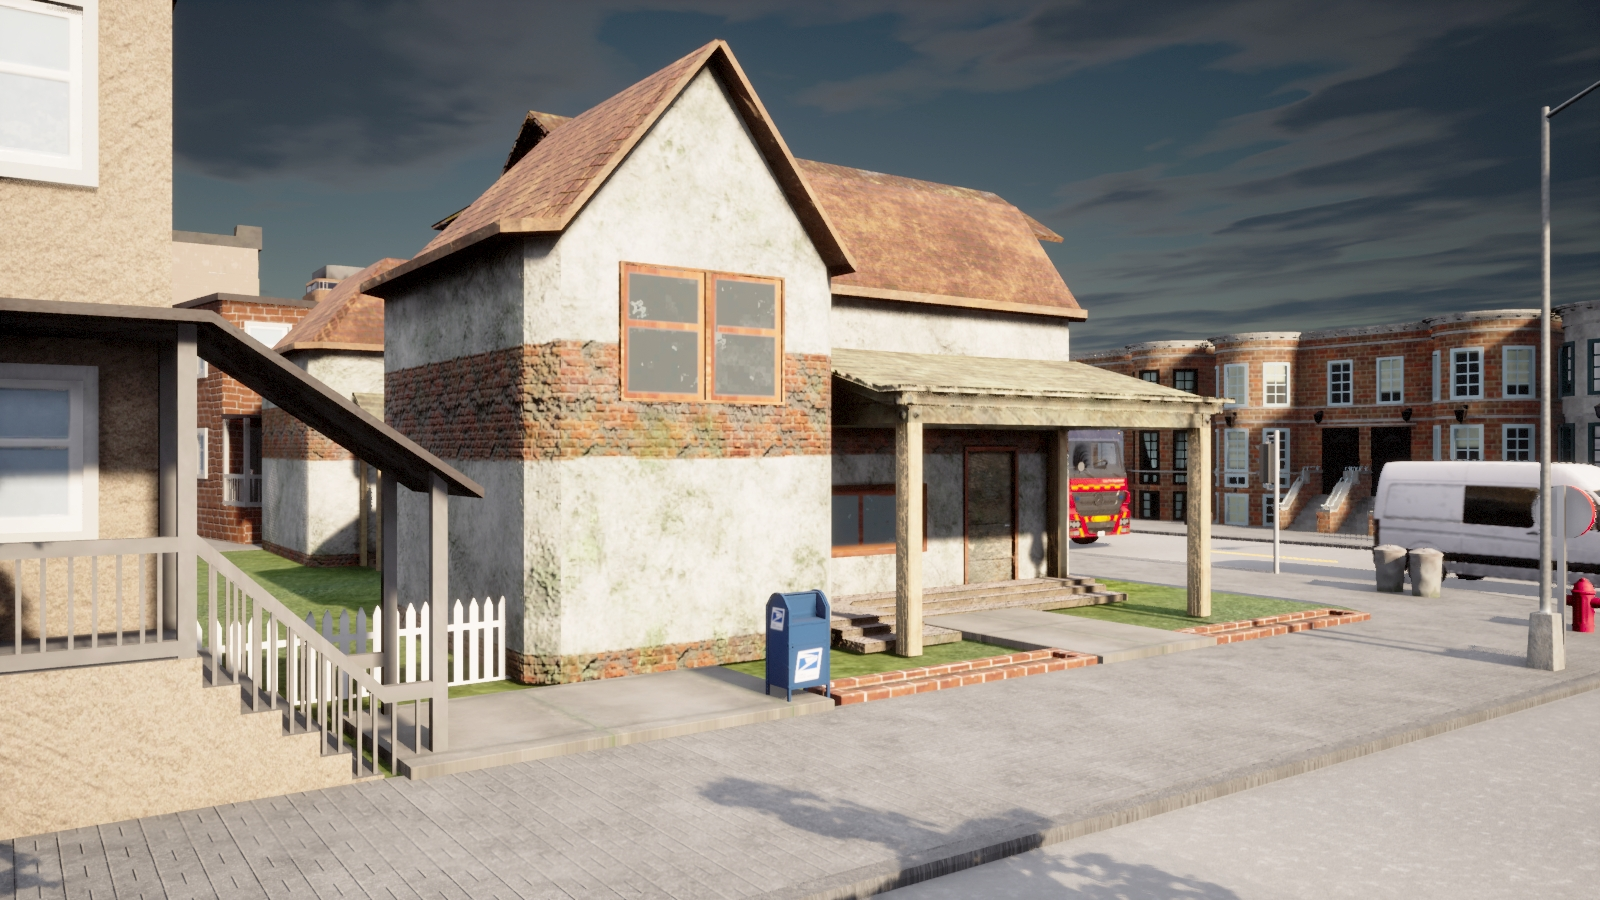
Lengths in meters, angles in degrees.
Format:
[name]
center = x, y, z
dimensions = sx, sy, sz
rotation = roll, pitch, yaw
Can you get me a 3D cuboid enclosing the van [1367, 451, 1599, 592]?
[van]
center = 14.631, 1.305, 22.607
dimensions = 1.988, 2.561, 5.915
rotation = 0, 0, -33
